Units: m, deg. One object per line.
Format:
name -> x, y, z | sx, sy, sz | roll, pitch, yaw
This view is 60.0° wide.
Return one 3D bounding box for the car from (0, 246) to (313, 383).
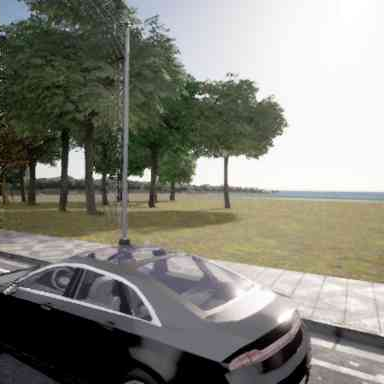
car -> -1.040, 1.476, 4.305 | 4.902, 1.511, 2.128 | 0, 0, 36
